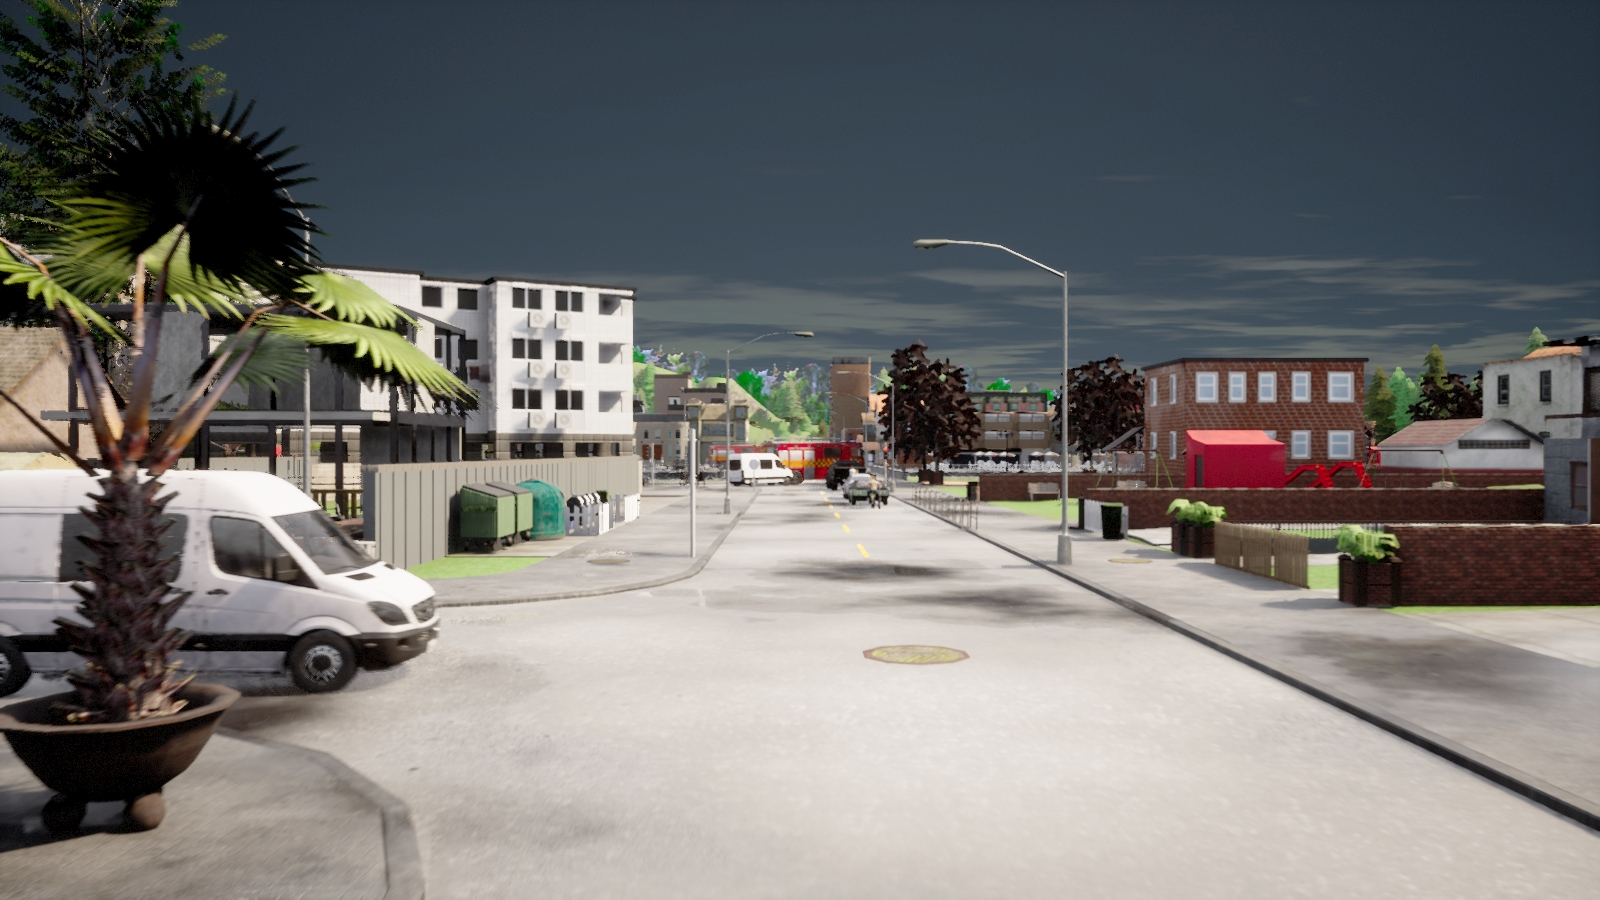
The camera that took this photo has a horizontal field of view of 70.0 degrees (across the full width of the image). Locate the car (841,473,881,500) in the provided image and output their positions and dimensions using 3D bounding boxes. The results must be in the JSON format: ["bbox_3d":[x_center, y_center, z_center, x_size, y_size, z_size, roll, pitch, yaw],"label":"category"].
[{"bbox_3d":[3.468,2.080,65.728,2.002,1.442,4.674,0,0,0],"label":"car"}]

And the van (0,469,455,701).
[{"bbox_3d":[-7.452,1.534,13.931,5.915,2.561,1.988,0,1,-3],"label":"van"}]

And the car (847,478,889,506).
[{"bbox_3d":[3.477,2.154,59.186,1.895,1.301,4.718,0,0,0],"label":"car"}]

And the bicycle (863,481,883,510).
[{"bbox_3d":[3.473,2.157,54.370,0.859,1.276,1.487,0,0,-1],"label":"bicycle"}]

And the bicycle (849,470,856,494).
[{"bbox_3d":[3.410,2.055,74.326,0.373,1.496,1.643,0,0,0],"label":"bicycle"}]
